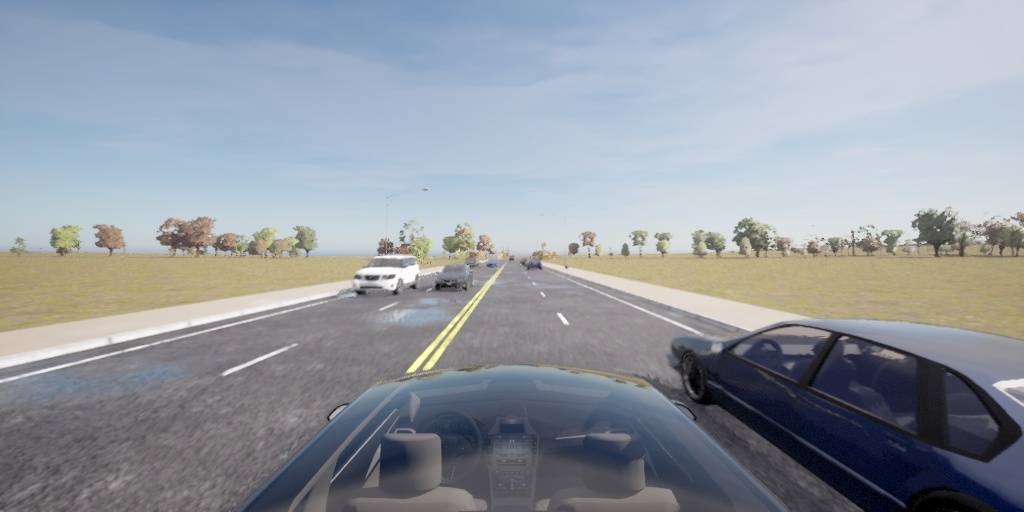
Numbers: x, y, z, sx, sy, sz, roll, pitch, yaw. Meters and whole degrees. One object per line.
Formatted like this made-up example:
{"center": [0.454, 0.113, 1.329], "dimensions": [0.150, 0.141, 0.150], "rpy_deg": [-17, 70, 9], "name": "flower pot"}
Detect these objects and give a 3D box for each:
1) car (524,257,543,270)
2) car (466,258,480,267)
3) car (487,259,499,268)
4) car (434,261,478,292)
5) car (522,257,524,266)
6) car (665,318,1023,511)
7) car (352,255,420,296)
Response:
{"center": [3.203, 1.090, 51.567], "dimensions": [2.097, 1.767, 4.553], "rpy_deg": [0, 0, 0], "name": "car"}
{"center": [-6.582, 1.089, 60.721], "dimensions": [2.097, 1.767, 4.553], "rpy_deg": [0, 0, 0], "name": "car"}
{"center": [-3.332, 1.205, 62.011], "dimensions": [1.882, 1.535, 5.008], "rpy_deg": [0, 0, 0], "name": "car"}
{"center": [-3.361, 1.254, 21.620], "dimensions": [1.837, 1.490, 4.892], "rpy_deg": [0, 0, 0], "name": "car"}
{"center": [3.192, 1.188, 62.787], "dimensions": [1.801, 1.575, 5.366], "rpy_deg": [0, 0, 0], "name": "car"}
{"center": [3.348, 1.298, 3.227], "dimensions": [2.033, 1.411, 5.357], "rpy_deg": [0, 0, 0], "name": "car"}
{"center": [-6.614, 0.966, 19.588], "dimensions": [2.150, 2.045, 5.566], "rpy_deg": [0, 0, 0], "name": "car"}
